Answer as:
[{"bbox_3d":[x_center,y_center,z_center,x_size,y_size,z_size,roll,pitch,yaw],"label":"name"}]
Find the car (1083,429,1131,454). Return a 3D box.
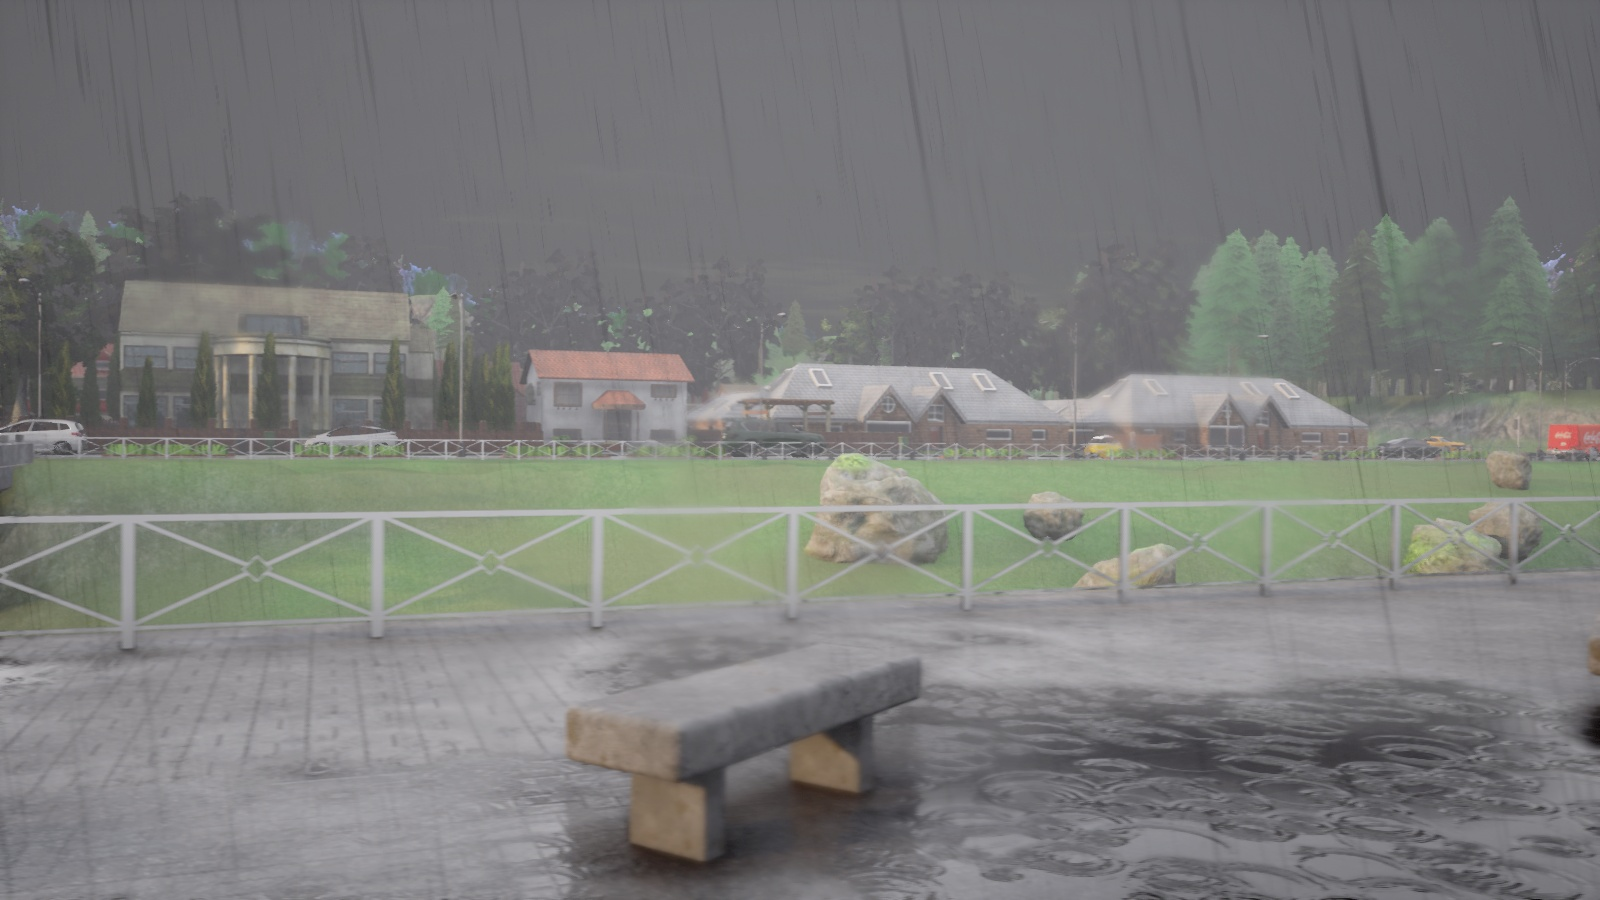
[{"bbox_3d":[17.626,-0.512,72.145,2.207,1.376,1.481,-1,1,-21],"label":"car"}]

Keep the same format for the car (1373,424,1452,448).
[{"bbox_3d":[39.175,-0.907,80.320,4.674,1.442,1.812,-1,1,-21],"label":"car"}]

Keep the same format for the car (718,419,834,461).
[{"bbox_3d":[-1.241,-0.527,64.983,5.566,2.045,2.150,-1,1,-21],"label":"car"}]

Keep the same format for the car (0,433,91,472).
[{"bbox_3d":[-34.737,0.098,56.554,4.611,1.667,2.242,-1,1,-21],"label":"car"}]

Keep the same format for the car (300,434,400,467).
[{"bbox_3d":[-21.998,-0.016,61.389,4.514,1.525,2.007,-1,1,-21],"label":"car"}]
